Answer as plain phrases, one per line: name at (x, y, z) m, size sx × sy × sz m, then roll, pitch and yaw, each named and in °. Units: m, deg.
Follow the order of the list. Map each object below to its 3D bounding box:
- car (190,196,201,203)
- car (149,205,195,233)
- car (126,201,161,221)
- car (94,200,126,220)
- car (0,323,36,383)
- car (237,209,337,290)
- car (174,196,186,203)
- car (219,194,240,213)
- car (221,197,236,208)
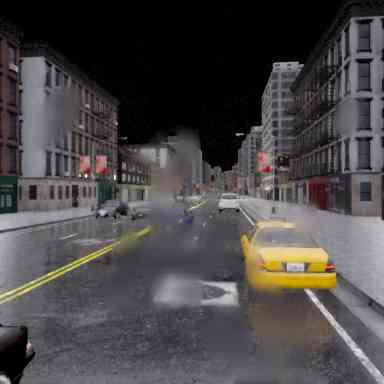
car at (0.702, 1.495, 67.564) m, size 1.812 × 1.442 × 4.674 m, roll 0°, pitch 0°, yaw 6°
car at (-0.928, 1.593, 19.459) m, size 1.895 × 1.301 × 4.718 m, roll 0°, pitch 0°, yaw 6°
car at (-3.580, 1.492, 27.304) m, size 1.837 × 1.490 × 4.892 m, roll 0°, pitch 0°, yaw 6°
car at (-6.738, 1.478, 28.378) m, size 2.128 × 1.511 × 4.902 m, roll 0°, pitch 0°, yaw 6°
car at (-2.803, 1.600, 1.473) m, size 1.895 × 1.301 × 4.718 m, roll 0°, pitch 0°, yaw 6°
car at (2.303, 1.453, 9.102) m, size 1.801 × 1.575 × 5.366 m, roll 0°, pitch 0°, yaw 6°
car at (-2.439, 1.493, 68.692) m, size 1.812 × 1.442 × 4.674 m, roll 0°, pitch 0°, yaw 6°
car at (4.201, 1.203, 37.561) m, size 2.150 × 2.045 × 5.566 m, roll 0°, pitch 0°, yaw 7°
car at (5.234, 1.524, 48.214) m, size 2.033 × 1.411 × 5.357 m, roll 0°, pitch 0°, yaw 6°
